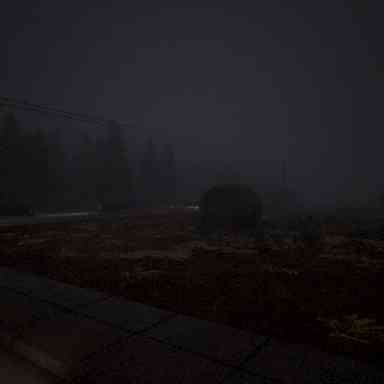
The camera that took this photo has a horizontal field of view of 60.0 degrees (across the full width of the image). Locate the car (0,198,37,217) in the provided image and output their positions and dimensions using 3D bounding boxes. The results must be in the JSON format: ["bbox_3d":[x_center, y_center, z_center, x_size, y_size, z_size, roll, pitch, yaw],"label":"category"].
[{"bbox_3d":[-16.081,1.379,28.962,2.097,1.767,4.553,0,0,37],"label":"car"}]

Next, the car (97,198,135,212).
[{"bbox_3d":[-8.789,1.518,38.795,2.128,1.511,4.902,0,0,37],"label":"car"}]

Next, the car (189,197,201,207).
[{"bbox_3d":[1.438,1.552,52.487,1.812,1.442,4.674,0,0,37],"label":"car"}]
